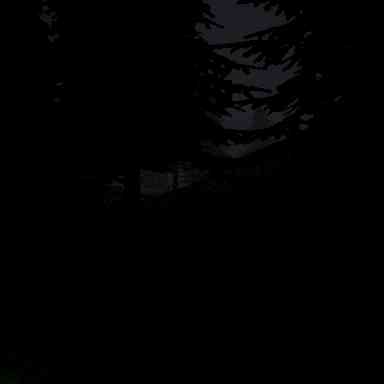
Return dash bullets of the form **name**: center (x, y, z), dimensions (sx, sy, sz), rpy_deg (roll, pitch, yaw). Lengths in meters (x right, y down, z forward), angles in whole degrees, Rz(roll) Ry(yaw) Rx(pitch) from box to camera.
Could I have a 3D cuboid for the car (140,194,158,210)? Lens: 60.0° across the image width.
- **car**: center (-6.466, 1.206, 39.262), dimensions (2.150, 2.045, 5.566), rpy_deg (0, 0, 37)
